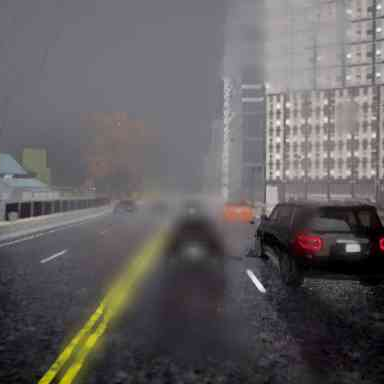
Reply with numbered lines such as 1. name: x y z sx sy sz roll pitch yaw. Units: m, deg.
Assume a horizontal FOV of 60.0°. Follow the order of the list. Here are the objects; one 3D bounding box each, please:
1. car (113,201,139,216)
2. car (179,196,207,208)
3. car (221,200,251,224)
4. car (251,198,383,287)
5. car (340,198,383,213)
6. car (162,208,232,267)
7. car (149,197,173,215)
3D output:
1. car: -6.573 1.614 33.837 1.812 1.442 4.674 0 0 0
2. car: 0.070 1.414 25.240 2.097 1.767 4.553 0 0 0
3. car: 3.319 1.414 25.232 2.097 1.767 4.553 0 0 0
4. car: 3.316 1.244 9.499 2.150 2.045 5.566 0 0 0
5. car: 23.016 1.772 45.235 5.009 1.841 2.192 0 2 20
6. car: 0.076 1.504 11.522 1.882 1.535 5.008 0 -1 0
7. car: -3.316 1.599 35.018 1.837 1.490 4.892 0 -1 0
